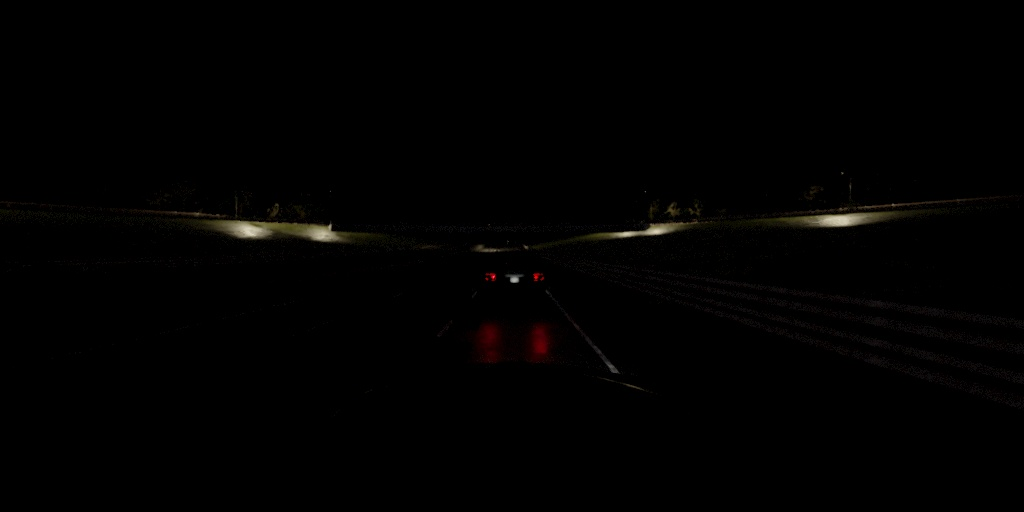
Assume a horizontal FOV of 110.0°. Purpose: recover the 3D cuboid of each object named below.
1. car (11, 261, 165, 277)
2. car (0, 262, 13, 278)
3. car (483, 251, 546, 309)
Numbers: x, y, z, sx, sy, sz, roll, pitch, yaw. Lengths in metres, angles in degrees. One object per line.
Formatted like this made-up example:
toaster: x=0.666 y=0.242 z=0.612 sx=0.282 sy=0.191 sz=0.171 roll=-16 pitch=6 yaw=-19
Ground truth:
car: x=-17.600 y=1.047 z=15.842 sx=1.882 sy=1.535 sz=5.008 roll=0 pitch=1 yaw=0
car: x=-21.100 y=1.076 z=15.114 sx=2.128 sy=1.511 sz=4.902 roll=0 pitch=1 yaw=0
car: x=0.101 y=0.812 z=14.192 sx=2.150 sy=2.045 sz=5.566 roll=0 pitch=1 yaw=0
